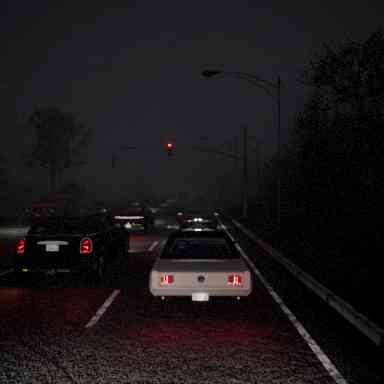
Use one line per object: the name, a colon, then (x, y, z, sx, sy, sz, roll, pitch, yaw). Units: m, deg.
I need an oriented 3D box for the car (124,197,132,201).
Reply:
car: (-9.736, 1.490, 47.009, 2.128, 1.511, 4.902, 0, 0, 2)

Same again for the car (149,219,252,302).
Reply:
car: (0.178, 1.601, 8.211, 1.895, 1.301, 4.718, 0, 0, 0)

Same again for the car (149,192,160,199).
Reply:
car: (-8.919, 0.832, 79.078, 1.882, 1.535, 5.008, 0, 3, 1)

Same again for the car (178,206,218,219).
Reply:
car: (0.319, 1.505, 17.464, 1.837, 1.490, 4.892, 0, 0, 1)

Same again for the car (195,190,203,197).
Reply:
car: (1.747, 0.369, 86.338, 1.994, 1.385, 4.181, 0, 3, 1)

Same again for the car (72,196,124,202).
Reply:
car: (-6.748, 1.352, 24.460, 2.097, 1.767, 4.553, 0, 0, 1)

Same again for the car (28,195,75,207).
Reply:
car: (-10.241, 1.222, 24.845, 2.150, 2.045, 5.566, 0, 0, 1)

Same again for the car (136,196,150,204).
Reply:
car: (-9.314, 1.499, 63.833, 1.812, 1.442, 4.674, 0, 1, 2)

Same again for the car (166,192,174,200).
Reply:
car: (-5.451, 0.786, 77.638, 2.097, 1.767, 4.553, 0, 3, 1)

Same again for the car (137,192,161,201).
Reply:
car: (-6.223, 1.221, 48.011, 2.150, 2.045, 5.566, 0, 0, 1)

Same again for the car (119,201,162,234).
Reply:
car: (-3.187, 1.492, 19.053, 2.128, 1.511, 4.902, 0, 0, 0)

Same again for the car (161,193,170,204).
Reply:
car: (-5.851, 1.464, 62.527, 1.882, 1.535, 5.008, 0, 0, 2)

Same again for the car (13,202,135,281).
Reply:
car: (-3.295, 1.352, 10.042, 2.097, 1.767, 4.553, 0, 0, 1)

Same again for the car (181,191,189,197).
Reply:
car: (-1.751, 0.410, 86.449, 1.895, 1.301, 4.718, 0, 3, 1)

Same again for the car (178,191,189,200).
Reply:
car: (-1.987, 0.738, 76.015, 2.150, 2.045, 5.566, 0, 3, 1)

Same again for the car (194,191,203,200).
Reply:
car: (1.512, 1.039, 75.921, 2.128, 1.511, 4.902, 0, 3, 1)
